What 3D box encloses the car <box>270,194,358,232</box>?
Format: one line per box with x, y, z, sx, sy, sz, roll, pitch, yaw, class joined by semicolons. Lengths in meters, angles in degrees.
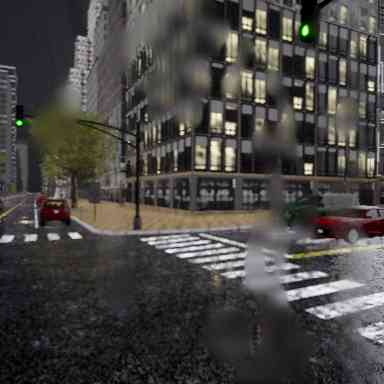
7.028;1.121;18.637;5.566;2.045;2.150;0;0;-26;car

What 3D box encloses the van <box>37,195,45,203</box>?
-36.609;1.675;80.613;1.690;1.788;3.998;0;0;-25;van

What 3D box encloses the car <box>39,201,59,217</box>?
-15.016;1.688;34.858;1.752;1.417;4.829;0;0;-25;car

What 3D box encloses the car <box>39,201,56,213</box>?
-17.351;1.765;39.805;1.802;1.307;4.206;0;0;-25;car

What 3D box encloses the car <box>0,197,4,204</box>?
-41.770;1.808;71.913;1.802;1.307;4.206;0;0;-25;car

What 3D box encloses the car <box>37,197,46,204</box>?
-34.201;1.861;75.511;1.887;1.381;4.507;0;0;-25;car

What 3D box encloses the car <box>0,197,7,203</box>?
-44.177;1.795;77.012;2.008;1.369;4.403;0;0;-25;car

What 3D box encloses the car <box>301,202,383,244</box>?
7.739;1.397;15.362;5.008;1.535;1.882;0;0;-26;car

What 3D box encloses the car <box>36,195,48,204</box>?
-31.794;1.613;70.411;2.192;1.841;5.009;0;0;-25;car

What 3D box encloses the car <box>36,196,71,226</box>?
-10.129;1.434;24.503;2.192;1.841;5.009;0;0;-25;car

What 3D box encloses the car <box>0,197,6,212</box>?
-24.516;1.663;41.486;1.812;1.442;4.674;1;-1;-25;car
